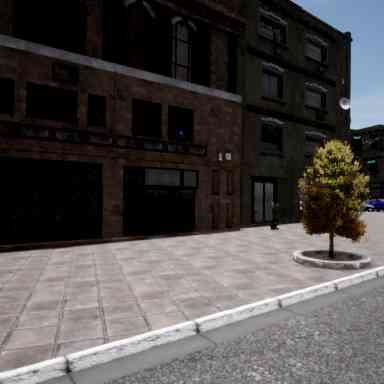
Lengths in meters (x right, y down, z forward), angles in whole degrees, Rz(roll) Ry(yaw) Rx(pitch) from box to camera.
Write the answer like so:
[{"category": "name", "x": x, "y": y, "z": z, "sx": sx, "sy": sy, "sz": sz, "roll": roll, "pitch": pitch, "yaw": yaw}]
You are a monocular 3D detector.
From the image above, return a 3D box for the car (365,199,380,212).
[{"category": "car", "x": 18.698, "y": 1.568, "z": 38.129, "sx": 1.947, "sy": 1.339, "sz": 4.313, "roll": 1, "pitch": -1, "yaw": -17}]

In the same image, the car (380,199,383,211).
[{"category": "car", "x": 21.486, "y": 1.565, "z": 37.494, "sx": 1.812, "sy": 1.442, "sz": 4.674, "roll": 1, "pitch": 0, "yaw": -18}]
